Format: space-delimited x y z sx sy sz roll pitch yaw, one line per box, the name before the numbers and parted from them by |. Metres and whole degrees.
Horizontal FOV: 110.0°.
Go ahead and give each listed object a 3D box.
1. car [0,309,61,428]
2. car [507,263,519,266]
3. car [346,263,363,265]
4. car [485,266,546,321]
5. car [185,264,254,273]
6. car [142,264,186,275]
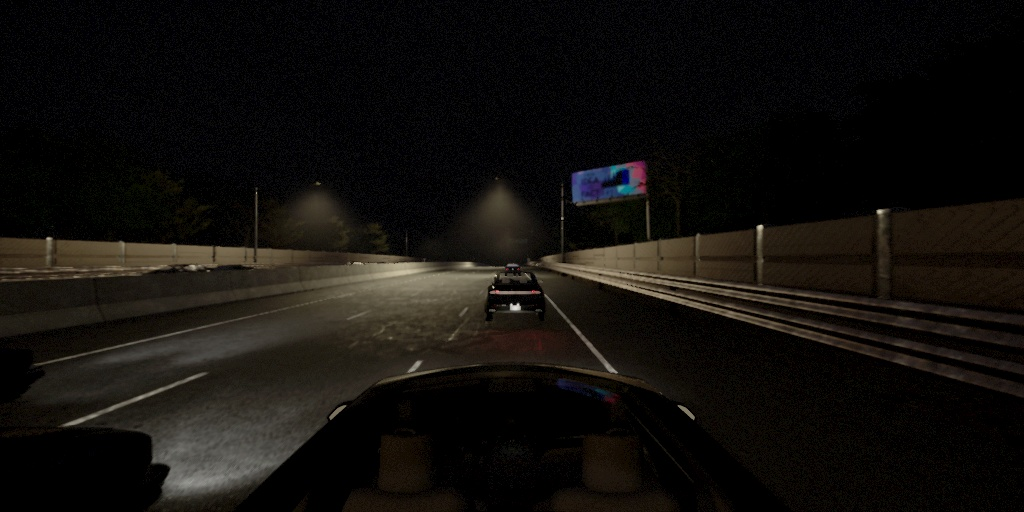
car | -6.901 1.352 2.369 1.895 1.301 4.718 0 0 0
car | 0.094 1.524 41.581 2.033 1.411 5.357 0 0 0
car | -17.592 1.488 39.682 1.812 1.442 4.674 0 0 0
car | 0.098 1.271 12.576 2.128 1.511 4.902 0 0 0
car | -21.102 1.390 26.663 1.812 1.442 4.674 0 0 0
car | -24.601 1.356 26.636 2.128 1.511 4.902 0 0 0
